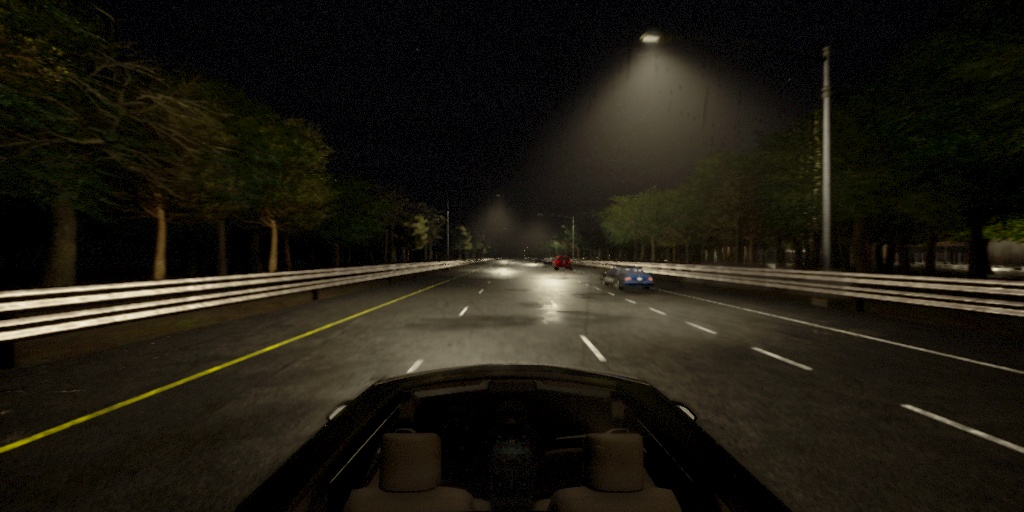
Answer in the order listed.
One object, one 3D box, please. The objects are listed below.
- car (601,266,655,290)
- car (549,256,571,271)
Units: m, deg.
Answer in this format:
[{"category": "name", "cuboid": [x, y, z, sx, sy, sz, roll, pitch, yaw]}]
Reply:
[{"category": "car", "cuboid": [7.010, 1.304, 22.222, 2.033, 1.411, 5.357, 0, 0, 0]}, {"category": "car", "cuboid": [7.064, 1.019, 51.136, 2.150, 2.045, 5.566, 0, 0, 0]}]
